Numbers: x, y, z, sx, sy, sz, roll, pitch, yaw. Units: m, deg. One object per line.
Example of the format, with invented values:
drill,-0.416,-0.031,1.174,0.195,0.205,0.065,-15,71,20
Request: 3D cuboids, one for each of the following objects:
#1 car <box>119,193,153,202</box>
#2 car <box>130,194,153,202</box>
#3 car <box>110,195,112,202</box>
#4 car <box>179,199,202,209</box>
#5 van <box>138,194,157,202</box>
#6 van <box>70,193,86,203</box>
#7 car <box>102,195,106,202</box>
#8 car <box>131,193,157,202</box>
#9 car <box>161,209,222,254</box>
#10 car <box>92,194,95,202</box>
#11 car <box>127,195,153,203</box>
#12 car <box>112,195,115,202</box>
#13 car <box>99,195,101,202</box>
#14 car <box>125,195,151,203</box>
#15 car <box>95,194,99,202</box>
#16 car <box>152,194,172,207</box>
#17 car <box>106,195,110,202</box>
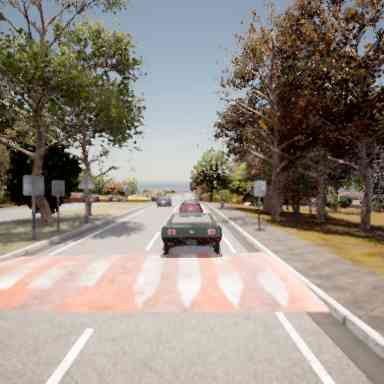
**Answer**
car,-10.606,1.314,63.875,5.366,1.575,1.946,0,-1,0
car,-10.879,1.372,72.192,4.553,1.767,2.185,0,-2,0
car,-24.017,1.885,86.158,5.008,1.535,2.097,0,-2,0
car,-0.117,1.331,29.506,1.994,1.385,4.181,0,1,0
van,-11.040,1.571,83.290,4.442,1.987,1.878,0,-2,0
van,-24.008,1.154,66.660,4.442,1.987,1.878,0,-1,0
car,-23.953,1.609,80.623,4.553,1.767,2.185,0,-2,0
car,-10.838,1.319,74.967,5.566,2.045,2.435,0,-2,0
car,-0.010,1.430,12.211,1.895,1.301,4.718,0,-5,0
car,-23.938,1.190,69.553,5.566,2.045,2.435,0,-1,0
car,-10.835,1.429,69.413,5.008,1.535,2.097,0,-1,0
car,-24.035,1.962,88.927,4.892,1.521,2.231,0,-2,0
car,-23.941,1.585,75.081,4.892,1.521,2.231,0,-2,0
car,-10.816,1.370,66.642,4.892,1.521,2.231,0,-1,0
car,-23.744,1.507,72.316,5.366,1.575,1.946,0,-1,0
car,-3.649,1.182,44.332,2.128,1.511,4.902,0,0,0
car,-23.998,1.807,83.263,5.008,1.535,2.097,0,-2,0
